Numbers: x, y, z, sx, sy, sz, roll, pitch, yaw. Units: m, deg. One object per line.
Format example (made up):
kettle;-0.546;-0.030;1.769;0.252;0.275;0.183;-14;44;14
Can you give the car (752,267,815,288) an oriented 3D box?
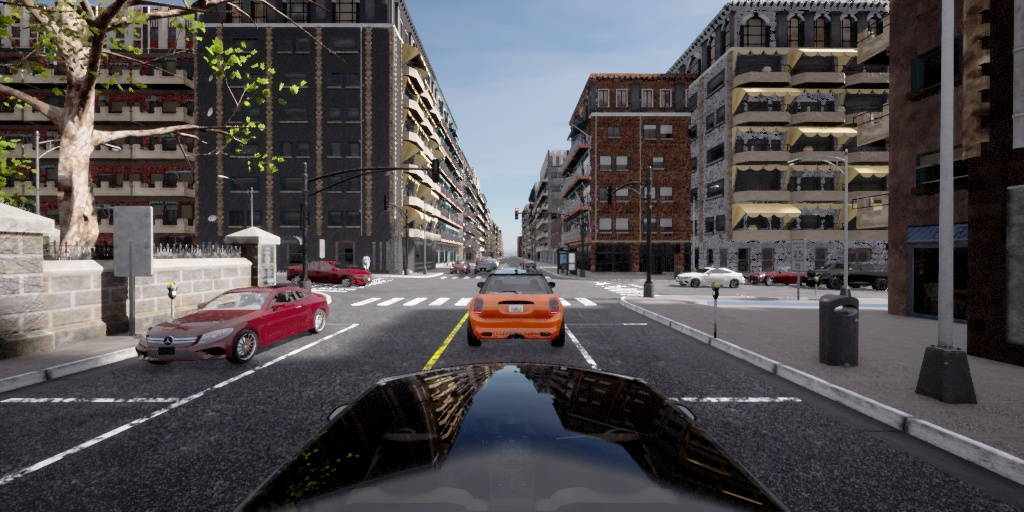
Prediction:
car;21.332;1.570;28.904;4.097;1.591;1.967;0;0;-1

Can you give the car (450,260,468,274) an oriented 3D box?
car;-5.758;1.187;40.420;1.967;1.591;4.097;0;0;0

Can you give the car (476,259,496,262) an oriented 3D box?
car;-3.162;1.312;41.018;1.994;1.385;4.181;0;0;0

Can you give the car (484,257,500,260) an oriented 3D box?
car;-3.179;1.274;59.727;1.812;1.442;4.674;0;0;0

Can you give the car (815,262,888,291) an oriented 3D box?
car;24.611;1.426;26.385;5.566;2.045;2.150;1;0;-1

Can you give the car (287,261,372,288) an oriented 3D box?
car;-11.231;1.085;22.220;5.008;1.535;1.882;2;0;6

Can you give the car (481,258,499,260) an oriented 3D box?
car;-3.174;1.312;49.992;1.994;1.385;4.181;0;0;0

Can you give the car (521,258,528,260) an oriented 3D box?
car;2.602;1.298;51.706;2.007;1.370;4.403;0;0;0

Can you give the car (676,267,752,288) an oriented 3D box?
car;14.472;1.549;26.249;4.674;1.442;1.812;1;0;-2

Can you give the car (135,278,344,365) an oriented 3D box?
car;-5.700;1.331;8.009;1.802;1.307;4.207;0;0;0

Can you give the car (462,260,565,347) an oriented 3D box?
car;0.113;1.101;9.522;2.097;1.767;4.553;0;0;1

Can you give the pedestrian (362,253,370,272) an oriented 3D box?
pedestrian;-12.765;0.651;31.400;0.375;1.860;0.375;0;-1;-1
